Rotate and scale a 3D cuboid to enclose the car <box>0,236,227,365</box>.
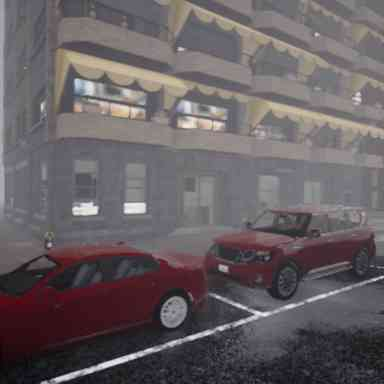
[{"bbox_3d":[-1.817,1.538,5.251,4.507,1.381,1.887,0,1,-35],"label":"car"}]

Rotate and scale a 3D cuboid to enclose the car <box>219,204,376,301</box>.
[{"bbox_3d":[2.717,1.282,8.481,5.009,1.841,2.192,0,1,-35],"label":"car"}]
